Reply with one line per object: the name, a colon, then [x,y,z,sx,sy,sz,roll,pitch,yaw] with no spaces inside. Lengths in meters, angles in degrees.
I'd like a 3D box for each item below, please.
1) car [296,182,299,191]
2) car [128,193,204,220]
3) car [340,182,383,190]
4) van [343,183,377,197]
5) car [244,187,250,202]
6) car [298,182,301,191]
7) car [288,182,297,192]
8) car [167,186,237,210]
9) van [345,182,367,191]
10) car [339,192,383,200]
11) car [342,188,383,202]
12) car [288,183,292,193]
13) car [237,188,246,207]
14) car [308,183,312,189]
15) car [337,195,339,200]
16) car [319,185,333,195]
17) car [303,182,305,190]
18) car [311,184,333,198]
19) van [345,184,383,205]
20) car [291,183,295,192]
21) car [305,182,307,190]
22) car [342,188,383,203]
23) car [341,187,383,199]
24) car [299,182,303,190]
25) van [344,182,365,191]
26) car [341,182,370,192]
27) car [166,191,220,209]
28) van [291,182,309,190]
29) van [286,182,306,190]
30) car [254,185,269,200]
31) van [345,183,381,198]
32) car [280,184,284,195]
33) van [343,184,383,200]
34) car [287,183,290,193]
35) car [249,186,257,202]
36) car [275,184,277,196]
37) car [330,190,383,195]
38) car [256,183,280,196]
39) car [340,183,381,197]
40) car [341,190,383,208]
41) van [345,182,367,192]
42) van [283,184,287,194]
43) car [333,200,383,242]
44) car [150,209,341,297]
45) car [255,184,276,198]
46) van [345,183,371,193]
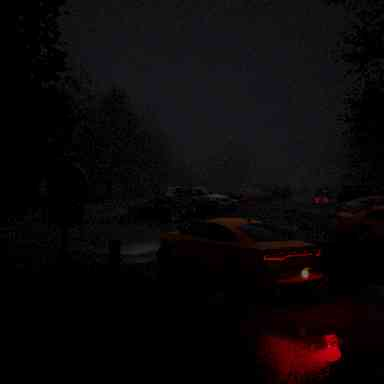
car: [17.740,-0.618,64.899,4.892,1.521,2.231,1,2,25]
car: [-1.992,1.068,22.072,4.792,1.488,2.163,1,3,25]
car: [15.727,0.442,29.152,5.566,2.045,2.435,1,3,25]
van: [24.844,-0.302,49.329,4.442,1.987,1.878,1,2,25]
car: [2.676,0.601,32.137,4.892,1.521,2.231,1,3,25]
car: [18.887,-0.704,67.425,4.892,1.521,2.231,1,2,25]
car: [16.406,-0.540,62.458,5.366,1.575,1.946,1,2,25]
car: [0.378,0.569,27.076,5.566,2.045,2.435,1,3,25]
van: [37.779,-1.236,76.906,4.442,1.987,1.878,1,2,25]
car: [10.000,1.109,16.696,4.553,1.767,2.185,1,3,25]
car: [20.352,0.305,39.217,4.792,1.488,2.163,1,2,25]
car: [14.230,-0.334,57.351,4.792,1.488,2.163,1,2,25]
car: [1.680,0.710,29.542,5.366,1.575,1.946,1,3,25]
car: [27.032,-1.553,85.051,5.566,2.045,2.435,1,2,25]
car: [11.049,1.159,19.129,4.792,1.488,2.163,1,3,25]
car: [22.851,-0.328,56.545,1.882,1.535,5.008,1,2,25]
car: [22.342,-1.087,74.995,4.553,1.767,2.185,1,2,25]
car: [18.551,0.002,47.194,2.128,1.511,4.902,1,2,25]
van: [18.172,0.248,34.258,4.442,1.987,1.878,1,3,25]
car: [15.389,-0.419,59.872,4.792,1.488,2.163,1,2,25]
car: [23.524,-1.047,77.510,5.008,1.535,2.097,1,2,25]
car: [19.249,0.398,36.821,4.792,1.488,2.163,1,3,25]
car: [22.642,0.096,44.255,5.008,1.535,2.097,1,2,25]
car: [19.883,-0.796,70.021,5.366,1.575,1.946,1,2,25]
van: [38.779,-1.329,79.639,4.442,1.987,1.878,1,2,25]
car: [35.386,-1.097,72.047,5.566,2.045,2.435,1,2,25]
car: [-0.802,0.929,24.577,5.008,1.535,2.097,1,3,25]
van: [29.212,-1.627,90.142,4.442,1.987,1.878,1,1,25]
van: [25.742,-1.445,82.591,4.442,1.987,1.878,1,2,25]
car: [6.030,0.263,39.887,5.366,1.575,1.946,1,3,25]
van: [23.900,-0.213,46.716,4.442,1.987,1.878,1,2,25]
car: [10.806,-0.077,49.763,4.792,1.488,2.163,1,2,25]
van: [21.376,-0.043,41.764,4.442,1.987,1.878,1,2,24]
car: [13.071,-0.248,54.830,4.792,1.488,2.163,1,2,25]
car: [3.661,0.485,34.737,5.366,1.575,1.946,1,3,25]
car: [8.456,0.074,44.734,4.892,1.521,2.231,1,3,25]
car: [13.221,0.905,24.223,5.366,1.575,1.946,1,3,25]
car: [9.650,-0.144,47.238,4.553,1.767,2.185,1,2,25]
car: [26.081,-0.411,51.806,5.566,2.045,2.435,1,2,25]
car: [16.832,0.612,31.701,4.792,1.488,2.163,1,3,25]
van: [36.674,-1.155,74.503,4.442,1.987,1.878,1,2,25]
van: [12.045,-0.416,52.239,4.442,1.987,1.878,1,2,25]
car: [8.810,1.343,14.200,5.008,1.535,2.097,1,3,25]
car: [0.886,1.394,8.462,1.882,1.535,5.008,2,-1,-31]
car: [7.474,0.170,42.141,5.366,1.575,1.946,1,3,25]
van: [32.048,-0.814,64.440,4.442,1.987,1.878,1,2,25]
